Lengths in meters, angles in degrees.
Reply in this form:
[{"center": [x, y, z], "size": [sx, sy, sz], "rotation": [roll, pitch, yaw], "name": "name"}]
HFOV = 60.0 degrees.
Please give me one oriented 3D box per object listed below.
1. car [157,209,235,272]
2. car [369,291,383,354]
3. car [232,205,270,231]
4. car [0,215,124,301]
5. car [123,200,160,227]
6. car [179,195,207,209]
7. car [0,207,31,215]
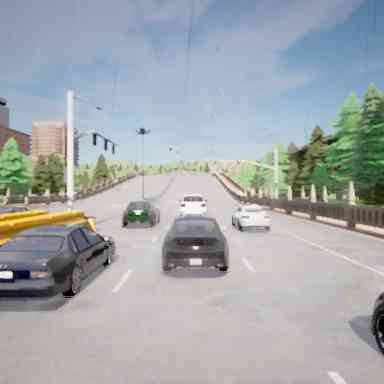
[{"center": [0.095, 1.511, 10.797], "size": [1.837, 1.490, 4.892], "rotation": [0, 0, 0], "name": "car"}, {"center": [3.597, 1.566, 3.184], "size": [1.994, 1.385, 4.181], "rotation": [0, 0, 0], "name": "car"}, {"center": [3.591, 1.537, 20.647], "size": [1.812, 1.442, 4.674], "rotation": [0, 0, 0], "name": "car"}, {"center": [-3.404, 1.552, 8.560], "size": [2.033, 1.411, 5.357], "rotation": [0, 0, 0], "name": "car"}, {"center": [-3.407, 1.364, 23.150], "size": [2.097, 1.767, 4.553], "rotation": [0, 0, 0], "name": "car"}, {"center": [0.094, 1.238, 29.060], "size": [2.150, 2.045, 5.566], "rotation": [0, 0, 0], "name": "car"}, {"center": [-10.508, 1.557, 18.950], "size": [2.033, 1.411, 5.357], "rotation": [0, 0, 0], "name": "car"}]
